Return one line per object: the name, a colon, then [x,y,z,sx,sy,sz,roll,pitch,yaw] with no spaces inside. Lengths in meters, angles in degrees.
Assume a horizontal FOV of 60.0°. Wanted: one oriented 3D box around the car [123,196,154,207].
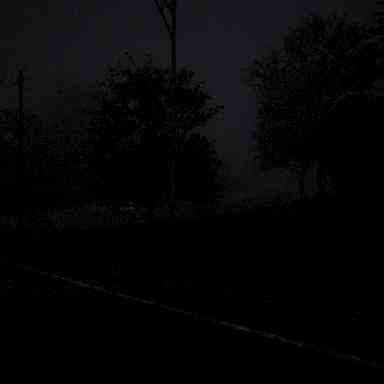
car: [-6.566,0.840,41.508,2.097,1.767,4.553,1,2,38]
